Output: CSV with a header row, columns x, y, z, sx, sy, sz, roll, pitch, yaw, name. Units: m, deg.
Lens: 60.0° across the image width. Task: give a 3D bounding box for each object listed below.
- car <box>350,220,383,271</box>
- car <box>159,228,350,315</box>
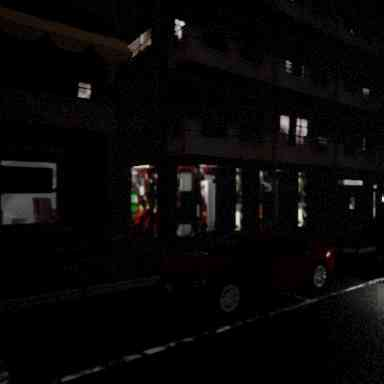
x,y,z,sx,sy,sz,roll,pitch,yaw,name
6.030,1.587,10.858,4.206,1.307,1.802,0,0,-35,car
1.404,1.547,7.557,4.507,1.381,1.887,0,0,-35,car
